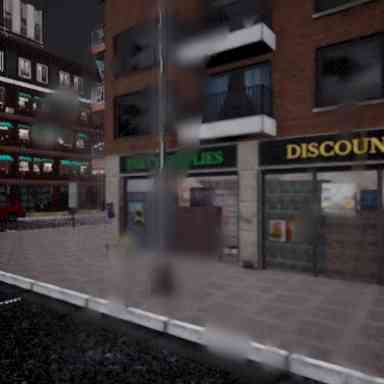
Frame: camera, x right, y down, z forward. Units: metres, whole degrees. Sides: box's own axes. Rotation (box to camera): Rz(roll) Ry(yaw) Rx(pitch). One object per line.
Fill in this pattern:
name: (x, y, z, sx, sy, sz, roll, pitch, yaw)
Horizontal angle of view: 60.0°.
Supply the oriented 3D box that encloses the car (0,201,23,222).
car: (-16.999, 1.674, 28.208, 2.192, 1.841, 5.009, -2, -2, 35)
